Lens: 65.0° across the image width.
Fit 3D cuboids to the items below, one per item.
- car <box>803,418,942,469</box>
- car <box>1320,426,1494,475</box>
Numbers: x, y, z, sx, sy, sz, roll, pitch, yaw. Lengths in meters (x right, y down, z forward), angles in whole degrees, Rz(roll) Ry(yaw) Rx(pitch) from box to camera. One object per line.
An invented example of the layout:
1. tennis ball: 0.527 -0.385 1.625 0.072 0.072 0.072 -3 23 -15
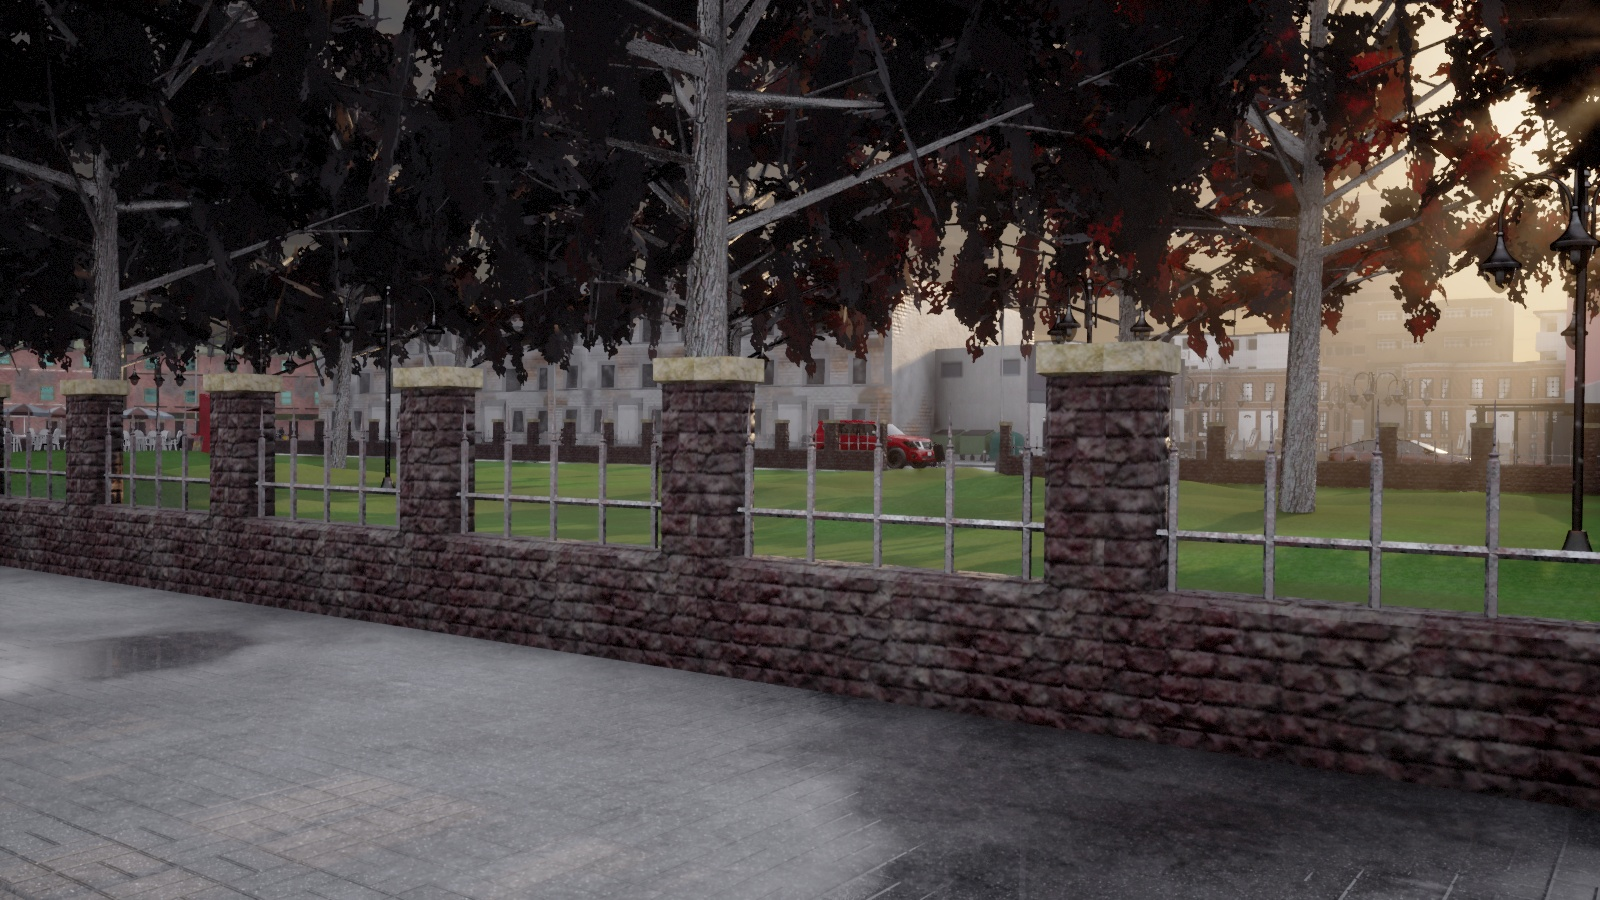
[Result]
1. car: 3.007 -0.298 52.797 5.566 2.045 2.150 0 1 36
2. car: 19.728 -0.006 40.903 4.792 1.488 2.163 0 1 36
